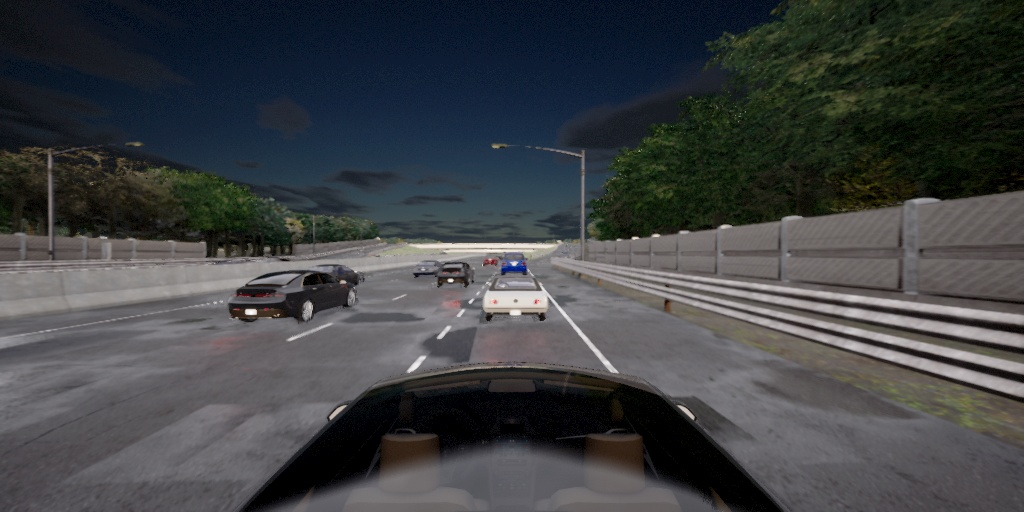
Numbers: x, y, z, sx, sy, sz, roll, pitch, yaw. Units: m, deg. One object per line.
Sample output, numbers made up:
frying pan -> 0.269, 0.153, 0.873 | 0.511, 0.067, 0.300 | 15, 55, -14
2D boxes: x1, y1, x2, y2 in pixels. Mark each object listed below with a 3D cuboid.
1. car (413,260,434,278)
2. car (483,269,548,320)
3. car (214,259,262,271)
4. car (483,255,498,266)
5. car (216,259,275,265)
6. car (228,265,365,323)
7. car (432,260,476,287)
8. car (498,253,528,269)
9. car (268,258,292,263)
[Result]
car -> -6.825, 1.073, 30.084 | 2.033, 1.411, 5.357 | 0, 1, 0
car -> 0.110, 1.309, 12.412 | 1.895, 1.301, 4.718 | 0, 0, 0
car -> -31.357, 1.005, 41.227 | 1.895, 1.301, 4.718 | 0, 1, 1
car -> -3.235, 0.602, 55.708 | 2.097, 1.767, 4.553 | 0, 1, 0
car -> -21.026, 1.150, 27.732 | 1.895, 1.301, 4.718 | 0, 1, 0
car -> -6.890, 1.216, 11.891 | 1.837, 1.490, 4.892 | 0, 0, 0
car -> -3.459, 1.111, 22.732 | 1.837, 1.490, 4.892 | 0, 1, 0
car -> 0.181, 0.738, 30.933 | 2.150, 2.045, 5.566 | 0, 1, 0
car -> -24.433, 0.959, 36.768 | 1.837, 1.490, 4.892 | 0, 0, 1
